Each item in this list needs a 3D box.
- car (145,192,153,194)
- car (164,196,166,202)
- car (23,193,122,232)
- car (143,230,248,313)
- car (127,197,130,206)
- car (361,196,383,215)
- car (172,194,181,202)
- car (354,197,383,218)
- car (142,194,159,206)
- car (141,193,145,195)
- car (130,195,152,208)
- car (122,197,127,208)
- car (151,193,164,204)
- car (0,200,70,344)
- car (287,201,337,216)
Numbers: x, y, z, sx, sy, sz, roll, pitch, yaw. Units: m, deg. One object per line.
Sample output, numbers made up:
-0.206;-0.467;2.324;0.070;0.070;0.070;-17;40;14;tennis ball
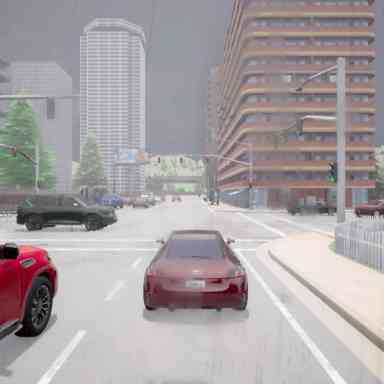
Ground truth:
-10.567;1.225;74.763;2.150;2.045;5.566;0;0;0;car
-7.069;1.499;76.463;1.837;1.490;4.892;0;0;0;car
-7.312;1.205;19.641;5.566;2.045;2.150;0;0;0;car
0.086;1.564;7.775;1.994;1.385;4.181;0;0;1;car
-10.638;1.526;53.803;1.812;1.442;4.674;0;0;0;car
19.834;1.297;34.194;4.553;1.767;2.097;0;0;-27;car
-3.570;1.355;77.687;2.097;1.767;4.553;0;0;0;car
16.552;1.422;29.075;5.008;1.535;1.882;0;0;-20;car
-7.138;1.526;55.762;1.812;1.442;4.674;0;0;0;car
-10.602;1.505;64.235;1.837;1.490;4.892;0;0;0;car
-7.124;1.526;46.905;1.812;1.442;4.674;0;0;-2;car
-10.615;1.221;44.048;2.150;2.045;5.566;0;0;2;car
-7.093;1.526;66.025;1.812;1.442;4.674;0;0;0;car
-3.434;1.221;3.496;2.150;2.045;5.566;0;0;0;car
11.395;1.545;31.343;4.718;1.301;1.895;0;0;-12;car
